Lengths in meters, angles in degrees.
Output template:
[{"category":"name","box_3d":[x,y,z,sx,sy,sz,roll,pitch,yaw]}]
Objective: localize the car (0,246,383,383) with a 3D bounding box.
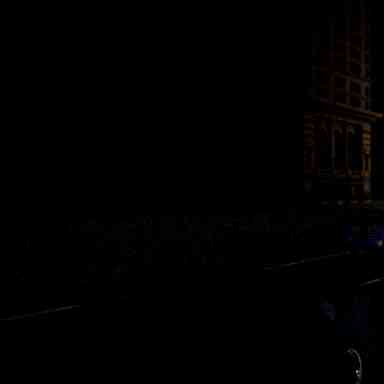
[{"category":"car","box_3d":[0.024,1.546,3.399,5.357,1.411,2.033,0,0,-35]}]

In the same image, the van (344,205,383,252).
[{"category":"van","box_3d":[7.002,1.334,11.653,3.998,1.788,1.690,0,0,-36]}]
